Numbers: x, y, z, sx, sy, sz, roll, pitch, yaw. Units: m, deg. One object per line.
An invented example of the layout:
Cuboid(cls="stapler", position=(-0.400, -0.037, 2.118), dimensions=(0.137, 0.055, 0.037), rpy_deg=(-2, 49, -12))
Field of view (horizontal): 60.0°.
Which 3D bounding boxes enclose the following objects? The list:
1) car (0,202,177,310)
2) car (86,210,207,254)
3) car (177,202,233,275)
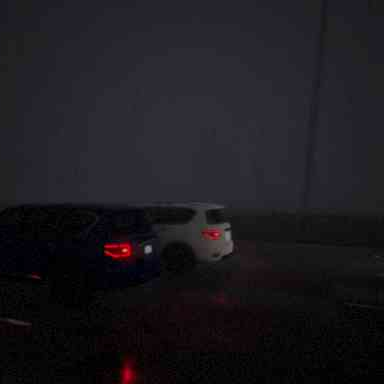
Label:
Cuboid(cls="car", position=(-3.420, 1.270, 7.956), dimensions=(5.566, 2.045, 2.150), rpy_deg=(1, -1, 21))
Cuboid(cls="car", position=(-2.014, 1.651, 14.904), dimensions=(4.902, 1.511, 2.128), rpy_deg=(1, -1, 21))
Cuboid(cls="car", position=(-1.438, 1.341, 10.945), dimensions=(5.566, 2.045, 2.150), rpy_deg=(1, -1, 21))
